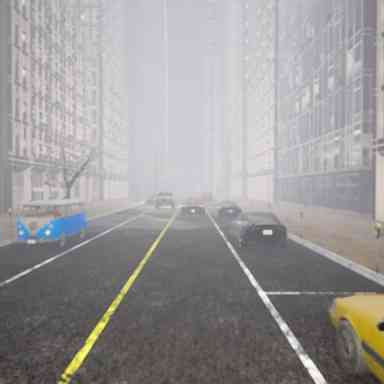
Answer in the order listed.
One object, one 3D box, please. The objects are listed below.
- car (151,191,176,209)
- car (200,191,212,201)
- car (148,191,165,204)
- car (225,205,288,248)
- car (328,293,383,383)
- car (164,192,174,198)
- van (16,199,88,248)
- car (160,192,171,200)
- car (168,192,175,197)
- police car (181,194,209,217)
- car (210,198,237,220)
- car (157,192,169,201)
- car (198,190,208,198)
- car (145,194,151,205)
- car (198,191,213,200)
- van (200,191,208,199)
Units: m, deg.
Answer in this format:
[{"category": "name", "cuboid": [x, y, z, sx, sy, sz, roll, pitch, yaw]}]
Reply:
[{"category": "car", "cuboid": [-3.087, 0.884, 39.222, 2.150, 2.045, 5.566, 0, 1, 0]}, {"category": "car", "cuboid": [2.703, 0.734, 65.171, 2.192, 1.841, 5.009, 0, 1, 0]}, {"category": "car", "cuboid": [-5.680, 0.844, 53.780, 2.192, 1.841, 5.009, 0, 1, 0]}, {"category": "car", "cuboid": [2.690, 1.450, 13.890, 1.947, 1.339, 4.313, 0, 0, 0]}, {"category": "car", "cuboid": [2.687, 1.503, 2.663, 1.752, 1.417, 4.829, 0, 0, 0]}, {"category": "car", "cuboid": [-5.672, 0.799, 82.273, 2.008, 1.369, 4.403, 0, 1, 0]}, {"category": "van", "cuboid": [-5.692, 1.225, 13.894, 1.690, 1.788, 3.998, 0, 0, 0]}, {"category": "car", "cuboid": [-5.675, 0.803, 70.875, 1.967, 1.590, 4.097, 0, 1, 0]}, {"category": "car", "cuboid": [-5.669, 0.658, 93.498, 1.752, 1.417, 4.829, 0, 1, 0]}, {"category": "police car", "cuboid": [0.103, 1.268, 28.275, 2.038, 1.542, 4.974, 0, 1, 0]}, {"category": "car", "cuboid": [2.693, 1.352, 25.286, 1.947, 1.339, 4.313, 0, 0, 0]}, {"category": "car", "cuboid": [-5.677, 0.860, 65.176, 1.967, 1.590, 4.097, 0, 1, 0]}, {"category": "car", "cuboid": [2.708, 0.564, 82.265, 2.192, 1.841, 5.009, 0, 1, 0]}, {"category": "car", "cuboid": [-5.681, 1.127, 48.083, 1.887, 1.381, 4.507, 0, 1, 0]}, {"category": "car", "cuboid": [2.702, 0.790, 59.472, 2.192, 1.841, 5.009, 0, 1, 0]}, {"category": "van", "cuboid": [2.707, 0.647, 76.567, 1.690, 1.788, 3.998, 0, 1, 0]}]
